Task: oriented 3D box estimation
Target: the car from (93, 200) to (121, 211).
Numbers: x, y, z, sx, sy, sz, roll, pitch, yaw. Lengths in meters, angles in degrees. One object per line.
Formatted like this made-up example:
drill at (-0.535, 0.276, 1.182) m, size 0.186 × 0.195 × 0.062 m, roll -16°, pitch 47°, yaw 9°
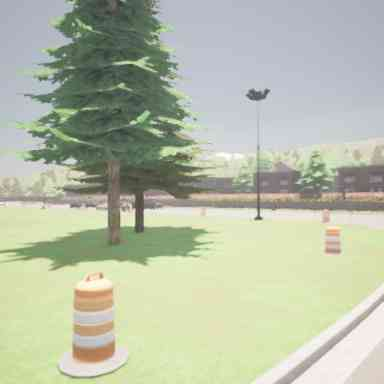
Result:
car at (-15.202, 2.577, 59.165) m, size 4.674 × 1.442 × 1.812 m, roll -2°, pitch -2°, yaw 45°

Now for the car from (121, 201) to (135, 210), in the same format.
car at (-12.769, 2.605, 61.680) m, size 4.674 × 1.442 × 1.812 m, roll -2°, pitch -2°, yaw 45°

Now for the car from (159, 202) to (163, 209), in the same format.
car at (-7.891, 2.624, 66.700) m, size 4.902 × 1.511 × 2.128 m, roll -1°, pitch -1°, yaw 45°

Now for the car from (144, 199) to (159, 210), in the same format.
car at (-9.395, 2.310, 63.271) m, size 5.566 × 2.045 × 2.150 m, roll -1°, pitch -1°, yaw 45°

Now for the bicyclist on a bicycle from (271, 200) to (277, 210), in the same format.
bicyclist on a bicycle at (12.879, 2.085, 52.127) m, size 0.582 × 1.620 × 1.656 m, roll -1°, pitch -1°, yaw 44°

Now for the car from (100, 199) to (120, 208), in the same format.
car at (-17.500, 2.445, 71.086) m, size 4.553 × 1.767 × 2.097 m, roll -1°, pitch -1°, yaw 44°

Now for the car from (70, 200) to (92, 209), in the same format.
car at (-22.378, 2.390, 66.065) m, size 4.553 × 1.767 × 2.097 m, roll -1°, pitch -1°, yaw 44°

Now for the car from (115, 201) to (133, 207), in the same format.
car at (-15.082, 2.670, 73.614) m, size 4.181 × 1.385 × 1.994 m, roll -1°, pitch -1°, yaw 44°
